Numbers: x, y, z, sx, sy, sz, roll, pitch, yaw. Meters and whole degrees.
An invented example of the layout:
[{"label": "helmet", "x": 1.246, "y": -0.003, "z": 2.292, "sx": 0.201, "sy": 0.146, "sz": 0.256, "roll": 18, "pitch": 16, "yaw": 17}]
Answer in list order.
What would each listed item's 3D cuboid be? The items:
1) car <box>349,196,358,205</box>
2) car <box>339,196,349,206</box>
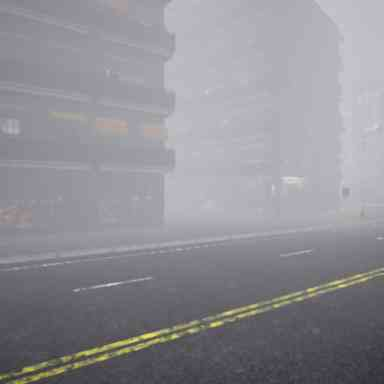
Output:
[{"label": "car", "x": 24.394, "y": 1.289, "z": 53.740, "sx": 4.097, "sy": 1.590, "sz": 1.967, "roll": 1, "pitch": 0, "yaw": 42}, {"label": "car", "x": 18.986, "y": 1.390, "z": 47.106, "sx": 4.829, "sy": 1.417, "sz": 1.752, "roll": 1, "pitch": 0, "yaw": 42}]
